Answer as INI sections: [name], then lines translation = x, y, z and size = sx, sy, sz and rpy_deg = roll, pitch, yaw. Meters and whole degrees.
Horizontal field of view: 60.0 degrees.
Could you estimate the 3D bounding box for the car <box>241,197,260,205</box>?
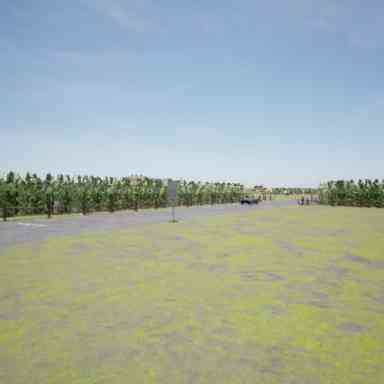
[car]
translation = 9.966, 1.549, 56.992
size = 1.895, 1.301, 4.718
rpy_deg = 0, 0, 31
